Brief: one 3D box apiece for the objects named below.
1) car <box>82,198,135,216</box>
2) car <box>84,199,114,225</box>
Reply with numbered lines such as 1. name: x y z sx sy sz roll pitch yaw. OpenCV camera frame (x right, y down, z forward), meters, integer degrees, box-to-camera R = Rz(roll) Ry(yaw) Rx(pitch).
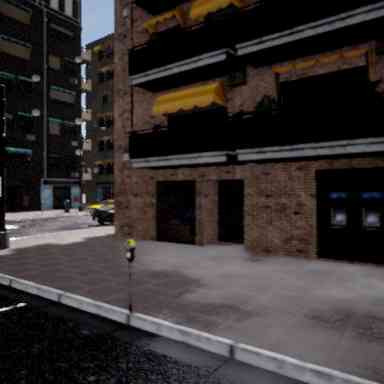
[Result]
1. car: -7.690 1.314 31.006 1.752 1.417 4.829 1 1 36
2. car: -4.522 1.375 21.952 2.008 1.369 4.403 1 1 36
